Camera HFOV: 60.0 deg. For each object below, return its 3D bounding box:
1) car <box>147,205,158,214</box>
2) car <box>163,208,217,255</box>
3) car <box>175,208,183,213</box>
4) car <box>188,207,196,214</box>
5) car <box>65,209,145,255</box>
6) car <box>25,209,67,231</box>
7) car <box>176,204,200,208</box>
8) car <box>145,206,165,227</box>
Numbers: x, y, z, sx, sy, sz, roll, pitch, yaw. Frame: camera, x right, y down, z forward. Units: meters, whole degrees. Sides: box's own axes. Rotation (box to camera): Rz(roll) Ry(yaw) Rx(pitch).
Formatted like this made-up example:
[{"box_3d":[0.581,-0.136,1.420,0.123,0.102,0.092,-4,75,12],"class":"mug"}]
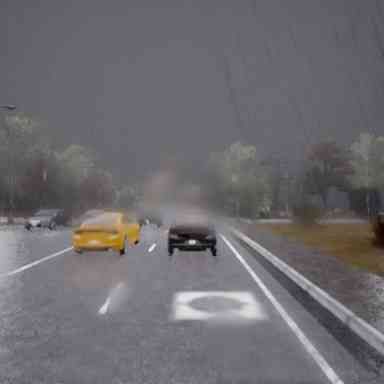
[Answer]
[{"box_3d":[-10.487,4.648,87.994,2.150,2.045,5.566,0,-1,0],"class":"car"},{"box_3d":[0.032,1.671,14.311,1.882,1.535,5.008,0,-1,1],"class":"car"},{"box_3d":[-3.486,4.946,89.053,1.994,1.385,4.181,0,-1,0],"class":"car"},{"box_3d":[0.014,4.933,89.053,2.033,1.411,5.357,0,-1,0],"class":"car"},{"box_3d":[-3.468,1.671,14.311,1.882,1.535,5.008,0,-1,1],"class":"car"},{"box_3d":[-10.517,2.015,24.696,2.128,1.511,4.902,0,-3,0],"class":"car"},{"box_3d":[0.029,2.054,28.595,2.097,1.767,4.553,0,-3,1],"class":"car"},{"box_3d":[-3.472,2.214,28.668,1.837,1.490,4.892,0,-2,1],"class":"car"}]
